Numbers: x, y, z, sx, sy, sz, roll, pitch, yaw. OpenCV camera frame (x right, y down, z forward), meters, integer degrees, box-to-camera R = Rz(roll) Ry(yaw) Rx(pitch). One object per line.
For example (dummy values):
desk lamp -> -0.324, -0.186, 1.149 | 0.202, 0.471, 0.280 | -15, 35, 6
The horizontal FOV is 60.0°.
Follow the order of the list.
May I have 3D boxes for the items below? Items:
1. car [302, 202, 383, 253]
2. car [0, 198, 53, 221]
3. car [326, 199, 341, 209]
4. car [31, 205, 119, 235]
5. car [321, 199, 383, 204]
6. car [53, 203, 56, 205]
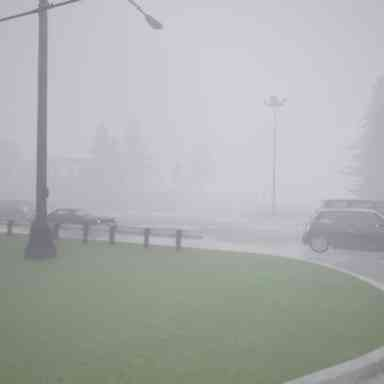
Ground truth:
car -> 6.719, 1.466, 12.894 | 4.553, 1.767, 2.097 | 0, 0, 24
car -> -13.515, 1.343, 25.826 | 4.553, 1.767, 2.097 | 0, 0, 24
car -> 23.199, 1.933, 54.697 | 2.128, 1.511, 4.902 | 1, 0, 22
car -> -6.502, 1.623, 18.834 | 4.718, 1.301, 1.895 | 0, 0, 24
car -> 8.766, 1.368, 15.811 | 5.566, 2.045, 2.150 | 0, 0, 24
car -> -18.457, 1.484, 39.559 | 5.008, 1.535, 1.882 | 0, 0, 24
